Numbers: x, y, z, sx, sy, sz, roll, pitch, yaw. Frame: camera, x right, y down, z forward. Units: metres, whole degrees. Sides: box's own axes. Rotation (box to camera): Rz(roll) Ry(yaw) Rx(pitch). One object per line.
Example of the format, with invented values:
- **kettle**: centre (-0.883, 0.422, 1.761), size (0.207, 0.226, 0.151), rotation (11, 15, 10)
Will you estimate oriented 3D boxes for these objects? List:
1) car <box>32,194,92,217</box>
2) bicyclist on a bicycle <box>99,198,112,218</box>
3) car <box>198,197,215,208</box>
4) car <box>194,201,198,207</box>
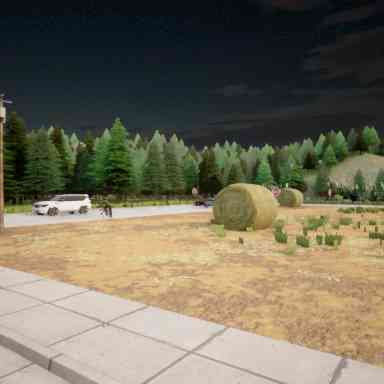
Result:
- **car**: centre (-12.445, 1.247, 32.257), size (2.150, 2.045, 5.566), rotation (0, 0, 36)
- **bicyclist on a bicycle**: centre (-7.010, 1.327, 27.018), size (1.656, 1.620, 0.582), rotation (0, 0, 36)
- **car**: centre (3.530, 1.518, 47.769), size (2.128, 1.511, 4.902), rotation (0, 0, 37)
- **car**: centre (2.311, 1.628, 52.119), size (1.895, 1.301, 4.718), rotation (0, 0, 37)
